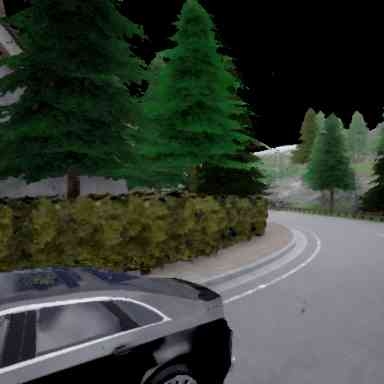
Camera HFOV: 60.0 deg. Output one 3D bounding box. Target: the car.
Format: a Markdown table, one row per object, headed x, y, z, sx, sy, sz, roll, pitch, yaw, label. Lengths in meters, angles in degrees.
| x | y | z | sx | sy | sz | roll | pitch | yaw | label |
| --- | --- | --- | --- | --- | --- | --- | --- | --- | --- |
| -1.809 | 1.520 | 2.782 | 4.902 | 1.511 | 2.128 | 0 | 0 | -37 | car |
